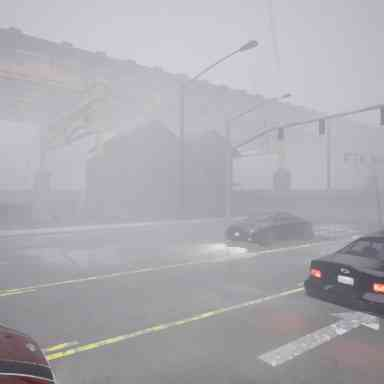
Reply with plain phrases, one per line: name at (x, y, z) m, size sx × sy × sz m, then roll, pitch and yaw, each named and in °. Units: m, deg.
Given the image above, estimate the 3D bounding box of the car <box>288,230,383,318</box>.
car at (4.671, 1.547, 7.115) m, size 5.357 × 1.411 × 2.033 m, roll 0°, pitch 0°, yaw -35°

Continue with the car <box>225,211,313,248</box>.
car at (3.519, 1.564, 14.930) m, size 4.181 × 1.385 × 1.994 m, roll 0°, pitch 0°, yaw -34°

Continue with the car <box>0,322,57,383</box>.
car at (-3.011, 1.352, 1.600) m, size 4.553 × 1.767 × 2.097 m, roll 0°, pitch 0°, yaw -36°
